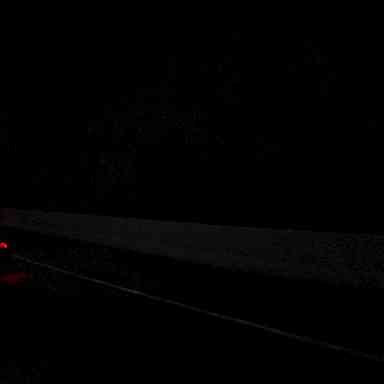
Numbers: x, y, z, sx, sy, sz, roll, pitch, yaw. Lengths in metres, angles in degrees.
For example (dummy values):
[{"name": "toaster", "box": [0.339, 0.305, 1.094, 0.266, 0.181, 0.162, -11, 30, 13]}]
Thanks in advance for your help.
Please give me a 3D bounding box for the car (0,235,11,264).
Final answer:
[{"name": "car", "box": [-7.660, 1.608, 10.770, 5.357, 1.411, 2.033, -1, 0, 43]}]
